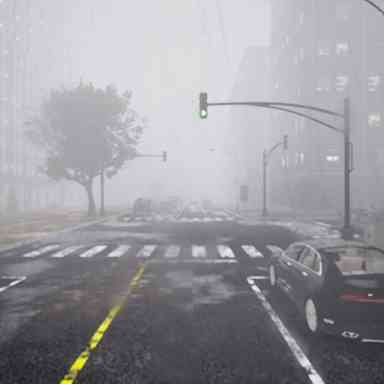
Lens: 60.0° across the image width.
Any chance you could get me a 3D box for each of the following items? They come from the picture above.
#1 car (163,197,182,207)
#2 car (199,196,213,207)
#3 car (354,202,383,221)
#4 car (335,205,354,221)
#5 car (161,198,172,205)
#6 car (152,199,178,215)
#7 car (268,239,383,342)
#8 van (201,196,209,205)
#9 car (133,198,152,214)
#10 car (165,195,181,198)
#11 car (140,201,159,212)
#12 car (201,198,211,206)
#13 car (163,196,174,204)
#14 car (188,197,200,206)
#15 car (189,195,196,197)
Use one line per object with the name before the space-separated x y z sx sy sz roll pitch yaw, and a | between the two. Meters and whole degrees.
car | -3.002 1.875 48.659 2.033 1.411 5.357 0 0 0
car | 2.812 1.982 60.993 1.947 1.339 4.313 0 0 0
car | 14.736 1.472 23.302 5.357 1.411 2.033 -1 0 3
car | 13.476 1.508 25.900 4.403 1.369 2.008 -1 0 0
car | -5.546 2.066 72.057 1.947 1.339 4.313 0 0 0
car | -3.025 1.801 38.207 2.033 1.411 5.357 0 0 0
car | 2.700 1.592 6.516 2.008 1.369 4.403 0 0 0
van | 2.834 1.841 72.041 1.690 1.788 3.998 0 0 0
car | -5.615 1.574 38.922 2.192 1.841 5.009 0 0 0
car | -2.932 1.626 59.304 2.150 2.045 5.566 0 0 3
car | -5.603 1.864 44.443 1.947 1.339 4.313 0 0 0
car | 2.824 1.984 66.686 1.752 1.417 4.829 0 0 0
car | -5.535 1.859 77.580 2.192 1.841 5.009 0 0 0
car | 0.231 2.039 63.921 1.895 1.301 4.718 0 0 0
car | 0.160 1.778 78.784 2.150 2.045 5.566 0 0 0
